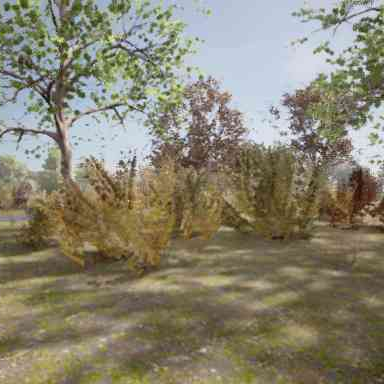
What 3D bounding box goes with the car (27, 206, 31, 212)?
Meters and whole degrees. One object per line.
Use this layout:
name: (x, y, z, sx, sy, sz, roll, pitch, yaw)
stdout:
car: (-16.593, 1.848, 37.267, 1.994, 1.385, 4.181, -1, 0, 25)
